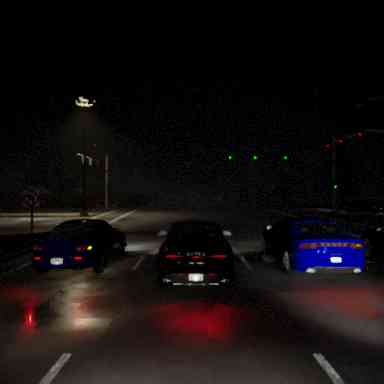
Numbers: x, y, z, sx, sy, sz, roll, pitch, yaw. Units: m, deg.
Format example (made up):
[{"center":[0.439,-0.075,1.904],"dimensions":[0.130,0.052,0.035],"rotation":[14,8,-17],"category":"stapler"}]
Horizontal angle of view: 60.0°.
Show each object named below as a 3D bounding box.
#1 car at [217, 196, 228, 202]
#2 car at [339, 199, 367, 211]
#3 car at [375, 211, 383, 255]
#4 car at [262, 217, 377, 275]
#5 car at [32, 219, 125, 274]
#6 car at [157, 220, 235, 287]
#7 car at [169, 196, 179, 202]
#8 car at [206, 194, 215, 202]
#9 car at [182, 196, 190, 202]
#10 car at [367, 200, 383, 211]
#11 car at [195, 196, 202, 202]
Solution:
[{"center":[8.800,2.066,90.994],"dimensions":[2.033,1.411,5.357],"rotation":[0,0,0],"category":"car"},{"center":[22.688,1.767,45.318],"dimensions":[4.892,1.490,1.837],"rotation":[0,0,-1],"category":"car"},{"center":[7.094,1.553,10.278],"dimensions":[2.128,1.511,4.902],"rotation":[0,0,0],"category":"car"},{"center":[3.595,1.540,10.753],"dimensions":[1.882,1.535,5.008],"rotation":[0,0,0],"category":"car"},{"center":[-3.416,1.588,10.709],"dimensions":[1.812,1.442,4.674],"rotation":[0,0,0],"category":"car"},{"center":[0.092,1.562,9.498],"dimensions":[1.837,1.490,4.892],"rotation":[0,0,0],"category":"car"},{"center":[-5.192,1.886,92.737],"dimensions":[2.097,1.767,4.553],"rotation":[0,0,0],"category":"car"},{"center":[5.304,2.003,91.921],"dimensions":[1.882,1.535,5.008],"rotation":[0,0,0],"category":"car"},{"center":[-1.694,2.081,92.367],"dimensions":[1.994,1.385,4.181],"rotation":[0,0,0],"category":"car"},{"center":[23.781,1.445,38.332],"dimensions":[5.566,2.045,2.150],"rotation":[0,0,-1],"category":"car"},{"center":[1.804,2.003,91.936],"dimensions":[1.882,1.535,5.008],"rotation":[0,0,0],"category":"car"}]
